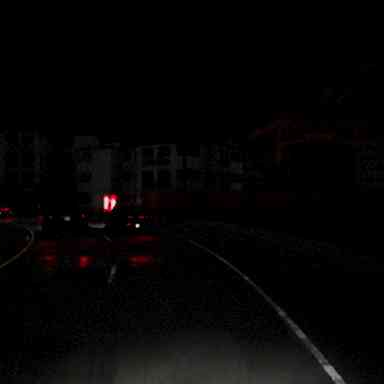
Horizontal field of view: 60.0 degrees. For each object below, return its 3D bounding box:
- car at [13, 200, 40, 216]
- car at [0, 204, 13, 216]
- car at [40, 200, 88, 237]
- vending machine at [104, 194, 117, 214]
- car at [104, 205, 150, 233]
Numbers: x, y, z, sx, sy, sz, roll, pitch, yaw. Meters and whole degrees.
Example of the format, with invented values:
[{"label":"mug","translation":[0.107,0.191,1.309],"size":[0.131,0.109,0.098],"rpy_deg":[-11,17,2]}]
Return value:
[{"label":"car","translation":[-16.318,1.566,33.801],"size":[4.902,1.511,2.128],"rpy_deg":[0,0,34]},{"label":"car","translation":[-19.696,1.672,31.934],"size":[4.718,1.301,1.895],"rpy_deg":[0,0,31]},{"label":"car","translation":[-7.224,1.394,18.703],"size":[2.097,1.767,4.553],"rpy_deg":[0,0,-26]},{"label":"vending machine","translation":[-8.724,1.275,35.565],"size":[0.880,2.100,1.100],"rpy_deg":[0,0,41]},{"label":"car","translation":[-4.005,1.550,20.099],"size":[1.837,1.490,4.892],"rpy_deg":[1,-1,-26]}]
